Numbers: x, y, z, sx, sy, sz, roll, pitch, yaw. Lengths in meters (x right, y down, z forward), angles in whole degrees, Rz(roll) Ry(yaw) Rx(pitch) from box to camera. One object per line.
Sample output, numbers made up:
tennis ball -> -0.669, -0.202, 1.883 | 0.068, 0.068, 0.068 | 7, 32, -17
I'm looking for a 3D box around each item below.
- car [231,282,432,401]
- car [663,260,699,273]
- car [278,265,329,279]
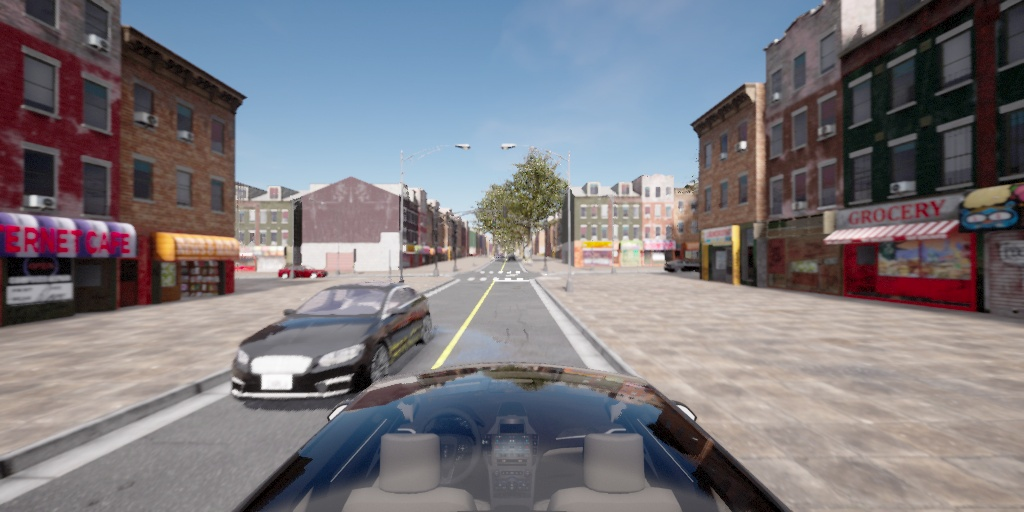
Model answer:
car -> -2.849, 1.275, 6.799 | 2.128, 1.511, 4.902 | 0, 0, 0
car -> 17.196, 1.026, 35.285 | 4.313, 1.339, 1.948 | 0, 0, 0
car -> -20.385, 1.561, 35.123 | 4.507, 1.381, 1.888 | 0, 0, 0
